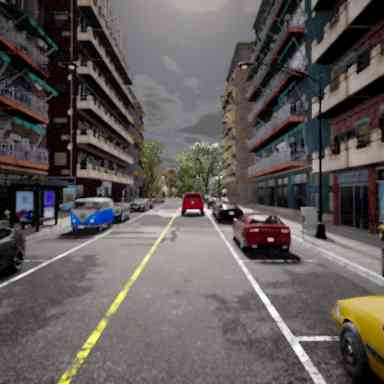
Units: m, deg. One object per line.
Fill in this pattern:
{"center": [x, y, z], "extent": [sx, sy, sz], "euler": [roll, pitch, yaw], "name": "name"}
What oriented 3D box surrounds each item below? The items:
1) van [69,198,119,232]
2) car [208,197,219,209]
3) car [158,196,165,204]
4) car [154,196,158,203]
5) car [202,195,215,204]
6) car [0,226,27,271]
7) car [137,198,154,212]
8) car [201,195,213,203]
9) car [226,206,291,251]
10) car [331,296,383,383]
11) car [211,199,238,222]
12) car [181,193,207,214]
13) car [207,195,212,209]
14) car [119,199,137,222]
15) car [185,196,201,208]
{"center": [-5.668, 1.255, 19.194], "extent": [1.690, 1.788, 3.998], "euler": [1, 0, 0], "name": "van"}
{"center": [2.682, 1.444, 30.295], "extent": [1.802, 1.307, 4.206], "euler": [1, 0, 0], "name": "car"}
{"center": [-5.742, 1.318, 58.596], "extent": [1.802, 1.307, 4.206], "euler": [1, 0, 0], "name": "car"}
{"center": [-5.661, 1.395, 41.479], "extent": [1.802, 1.307, 4.206], "euler": [1, 0, 0], "name": "car"}
{"center": [2.864, 1.288, 58.150], "extent": [2.008, 1.369, 4.403], "euler": [1, 0, 0], "name": "car"}
{"center": [-5.675, 1.530, 8.053], "extent": [1.947, 1.339, 4.313], "euler": [1, 0, 0], "name": "car"}
{"center": [-5.663, 1.389, 35.909], "extent": [2.008, 1.369, 4.403], "euler": [1, 0, 0], "name": "car"}
{"center": [2.867, 1.263, 63.720], "extent": [2.008, 1.369, 4.403], "euler": [1, 0, 0], "name": "car"}
{"center": [2.687, 1.482, 13.581], "extent": [1.887, 1.381, 4.507], "euler": [1, 0, 0], "name": "car"}
{"center": [2.710, 1.513, 2.609], "extent": [1.752, 1.417, 4.829], "euler": [1, 0, 0], "name": "car"}
{"center": [2.679, 1.453, 24.723], "extent": [1.947, 1.339, 4.313], "euler": [1, 0, 0], "name": "car"}
{"center": [0.111, 1.073, 33.132], "extent": [2.150, 2.045, 5.566], "euler": [0, 0, 1], "name": "car"}
{"center": [2.687, 1.363, 41.436], "extent": [2.008, 1.369, 4.403], "euler": [1, 0, 0], "name": "car"}
{"center": [-5.668, 1.439, 24.765], "extent": [2.008, 1.369, 4.403], "euler": [1, 0, 0], "name": "car"}
{"center": [0.121, 1.338, 46.468], "extent": [2.033, 1.411, 5.357], "euler": [0, 0, 0], "name": "car"}
